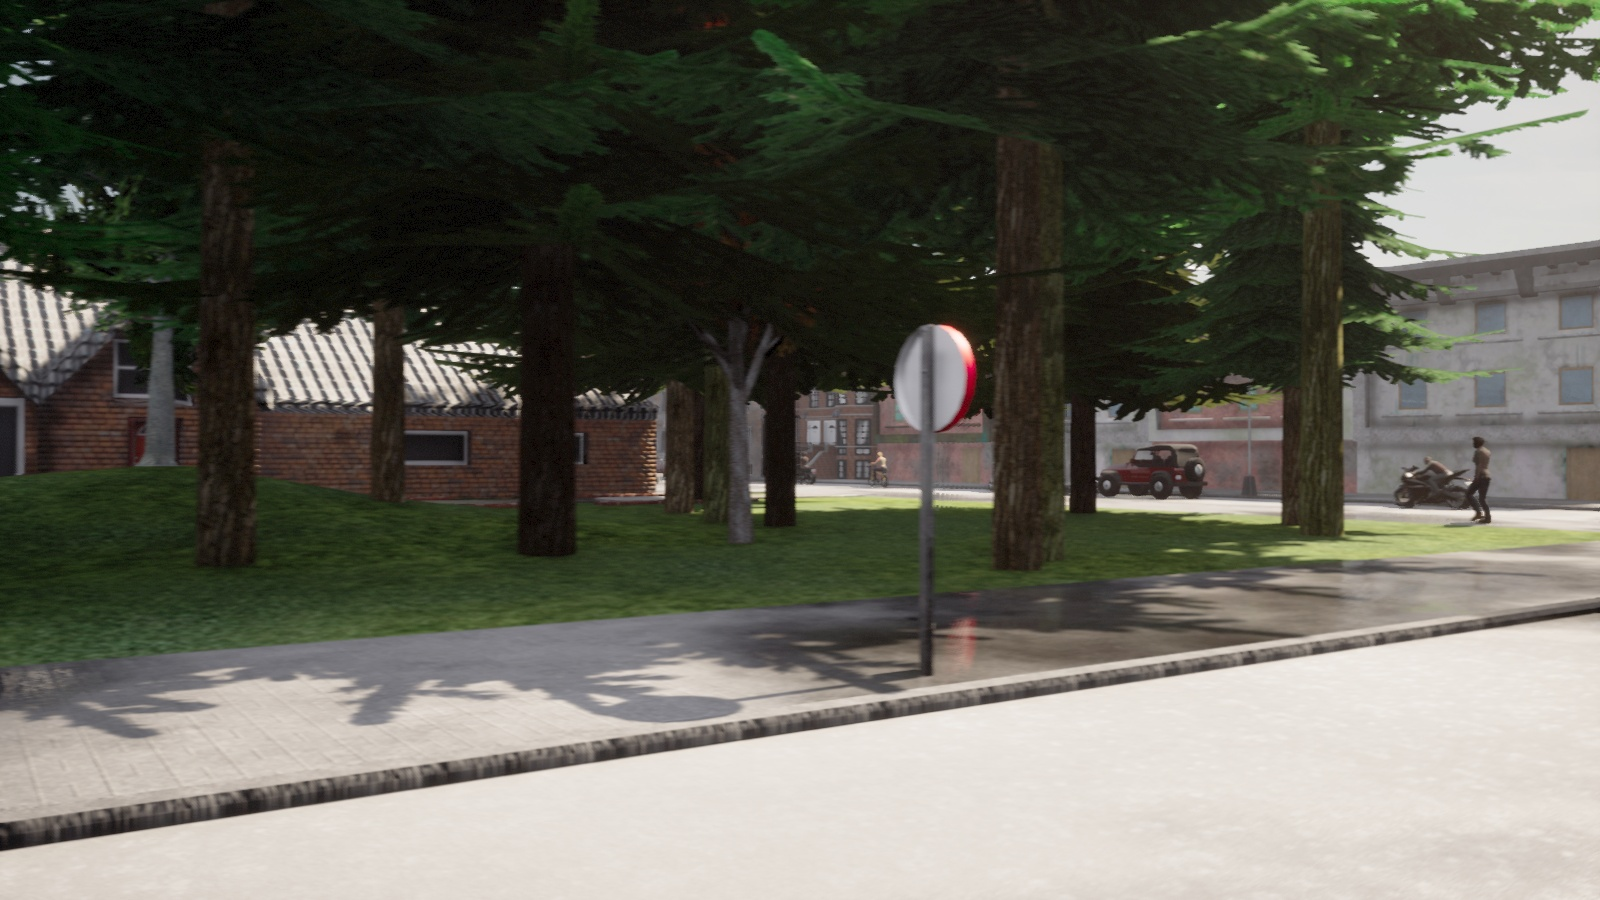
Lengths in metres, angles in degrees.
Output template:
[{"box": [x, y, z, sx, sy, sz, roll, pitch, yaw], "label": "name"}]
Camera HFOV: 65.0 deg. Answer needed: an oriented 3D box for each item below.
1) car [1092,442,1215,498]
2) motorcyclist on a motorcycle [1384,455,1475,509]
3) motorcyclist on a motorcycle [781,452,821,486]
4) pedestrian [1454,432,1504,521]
[{"box": [12.446, 0.689, 44.379, 1.905, 1.878, 3.866, 0, -1, -34], "label": "car"}, {"box": [18.108, 0.897, 36.164, 0.866, 1.530, 2.191, 0, 0, -35], "label": "motorcyclist on a motorcycle"}, {"box": [0.033, 0.916, 62.439, 0.766, 1.649, 2.350, 0, 0, -34], "label": "motorcyclist on a motorcycle"}, {"box": [14.004, 0.538, 25.900, 0.328, 1.805, 0.869, 0, 0, -29], "label": "pedestrian"}]
